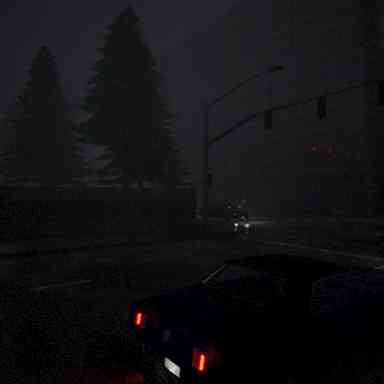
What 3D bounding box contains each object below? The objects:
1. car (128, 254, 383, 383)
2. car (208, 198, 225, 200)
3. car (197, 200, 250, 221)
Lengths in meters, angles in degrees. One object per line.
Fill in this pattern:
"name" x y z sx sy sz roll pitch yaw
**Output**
"car" 1.594 1.623 4.917 4.718 1.301 1.895 0 0 -35
"car" 3.110 1.532 34.497 2.097 1.767 4.553 0 0 -35
"car" 2.619 1.708 29.114 2.033 1.411 5.357 0 0 -35
